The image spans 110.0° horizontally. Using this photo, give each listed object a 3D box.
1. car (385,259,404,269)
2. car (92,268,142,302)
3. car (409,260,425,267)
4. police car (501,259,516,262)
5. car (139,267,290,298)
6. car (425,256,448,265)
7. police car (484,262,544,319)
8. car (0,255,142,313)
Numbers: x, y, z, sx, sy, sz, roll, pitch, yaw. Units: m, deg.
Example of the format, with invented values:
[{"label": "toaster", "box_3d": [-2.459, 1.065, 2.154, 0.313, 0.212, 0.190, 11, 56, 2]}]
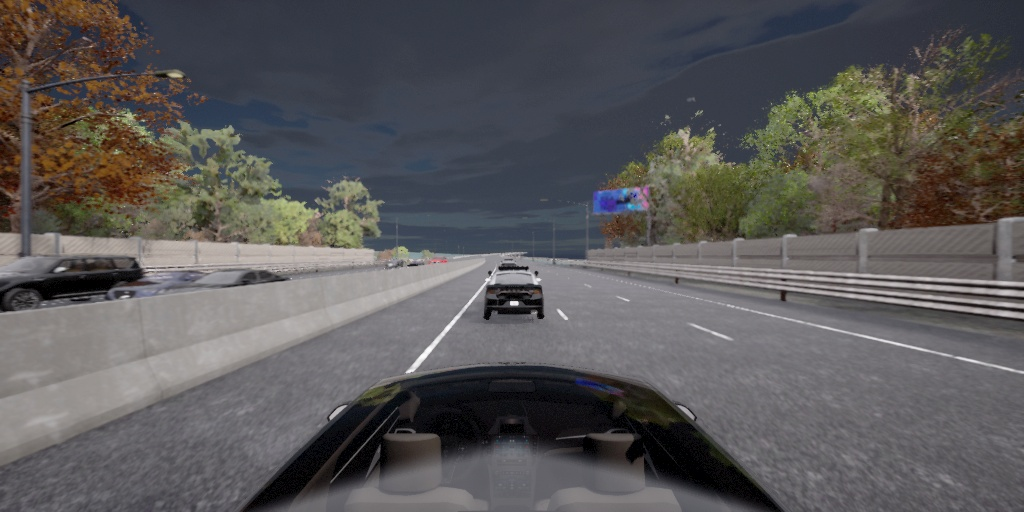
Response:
[{"label": "car", "box_3d": [-18.410, 1.234, 56.484, 2.128, 1.511, 4.902, 0, 0, -1]}, {"label": "car", "box_3d": [-14.161, 1.318, 15.091, 1.994, 1.385, 4.181, 0, 0, 0]}, {"label": "car", "box_3d": [-14.910, 1.342, 56.711, 1.895, 1.301, 4.718, 0, 0, -1]}, {"label": "police car", "box_3d": [-0.416, 1.168, 43.967, 1.930, 1.638, 5.238, 0, 0, -1]}, {"label": "car", "box_3d": [-10.651, 1.230, 13.719, 1.882, 1.535, 5.008, 0, 0, 0]}, {"label": "car", "box_3d": [-11.383, 0.960, 55.606, 2.150, 2.045, 5.566, 0, 0, -1]}, {"label": "police car", "box_3d": [0.054, 1.174, 13.021, 1.930, 1.638, 5.238, 0, 0, 0]}, {"label": "car", "box_3d": [-17.651, 0.977, 13.953, 2.150, 2.045, 5.566, 0, 0, 0]}]
